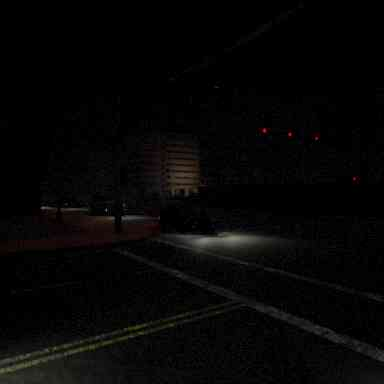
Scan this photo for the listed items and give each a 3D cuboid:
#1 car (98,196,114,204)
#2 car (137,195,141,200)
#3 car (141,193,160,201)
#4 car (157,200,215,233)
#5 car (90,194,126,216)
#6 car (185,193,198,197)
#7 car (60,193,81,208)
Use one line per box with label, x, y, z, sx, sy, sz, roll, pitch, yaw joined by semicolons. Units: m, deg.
car;-17.252;1.526;66.768;1.812;1.442;4.674;0;0;-33
car;-11.404;1.153;83.910;4.605;1.855;1.932;0;0;-34
car;-9.827;1.156;81.483;3.866;1.878;1.905;0;0;-34
car;-0.438;1.478;19.960;1.882;1.535;5.008;0;0;-27
car;-8.482;1.219;33.242;2.150;2.045;5.566;0;0;-33
car;1.207;1.156;65.255;3.866;1.878;1.905;0;0;-34
car;-17.640;1.223;47.590;2.150;2.045;5.566;0;0;-33
